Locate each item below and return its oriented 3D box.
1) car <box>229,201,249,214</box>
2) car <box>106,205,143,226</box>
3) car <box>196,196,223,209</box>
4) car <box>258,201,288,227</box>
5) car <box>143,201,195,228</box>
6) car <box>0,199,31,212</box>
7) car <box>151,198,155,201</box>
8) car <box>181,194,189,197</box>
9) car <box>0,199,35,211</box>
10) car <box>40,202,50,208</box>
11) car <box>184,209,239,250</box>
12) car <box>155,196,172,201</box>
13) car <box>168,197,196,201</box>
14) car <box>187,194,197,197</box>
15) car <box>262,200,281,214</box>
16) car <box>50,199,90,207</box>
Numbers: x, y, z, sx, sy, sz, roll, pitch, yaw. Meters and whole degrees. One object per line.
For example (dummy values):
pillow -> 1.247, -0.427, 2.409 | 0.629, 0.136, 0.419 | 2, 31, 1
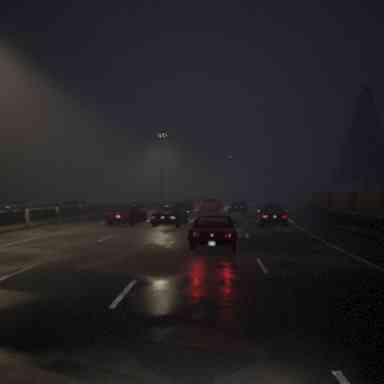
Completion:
car -> 5.332, 1.700, 37.835 | 2.033, 1.411, 5.357 | 0, 0, 15
car -> -4.687, 1.642, 24.554 | 1.994, 1.385, 4.181 | 0, 0, 9
car -> 2.382, 1.505, 40.106 | 2.097, 1.767, 4.553 | 0, 0, 15
car -> 5.831, 1.651, 24.091 | 2.033, 1.411, 5.357 | 0, 0, 10
car -> -1.420, 1.629, 23.109 | 2.033, 1.411, 5.357 | 0, 0, 9
car -> -22.683, 1.623, 41.921 | 1.812, 1.442, 4.674 | 0, 0, 14
car -> -7.968, 1.743, 80.578 | 1.882, 1.535, 5.008 | 0, 0, 28
car -> -1.259, 1.424, 78.274 | 2.150, 2.045, 5.566 | 0, 0, 28
car -> -20.044, 1.615, 37.980 | 1.812, 1.442, 4.674 | 0, 0, 14
car -> -16.054, 1.669, 39.557 | 1.994, 1.385, 4.181 | 0, 0, 14
car -> 0.989, 1.658, 14.761 | 1.895, 1.301, 4.718 | 0, 0, 6
car -> -5.905, 1.725, 76.896 | 1.882, 1.535, 5.008 | 0, 0, 26
car -> -1.060, 1.711, 40.779 | 1.994, 1.385, 4.181 | 0, 0, 15
car -> 1.233, 1.757, 75.510 | 1.837, 1.490, 4.892 | 0, 0, 28
car -> 9.499, 1.733, 39.529 | 1.994, 1.385, 4.181 | 0, 0, 16
car -> -13.108, 1.608, 36.899 | 1.837, 1.490, 4.892 | 0, 0, 14
